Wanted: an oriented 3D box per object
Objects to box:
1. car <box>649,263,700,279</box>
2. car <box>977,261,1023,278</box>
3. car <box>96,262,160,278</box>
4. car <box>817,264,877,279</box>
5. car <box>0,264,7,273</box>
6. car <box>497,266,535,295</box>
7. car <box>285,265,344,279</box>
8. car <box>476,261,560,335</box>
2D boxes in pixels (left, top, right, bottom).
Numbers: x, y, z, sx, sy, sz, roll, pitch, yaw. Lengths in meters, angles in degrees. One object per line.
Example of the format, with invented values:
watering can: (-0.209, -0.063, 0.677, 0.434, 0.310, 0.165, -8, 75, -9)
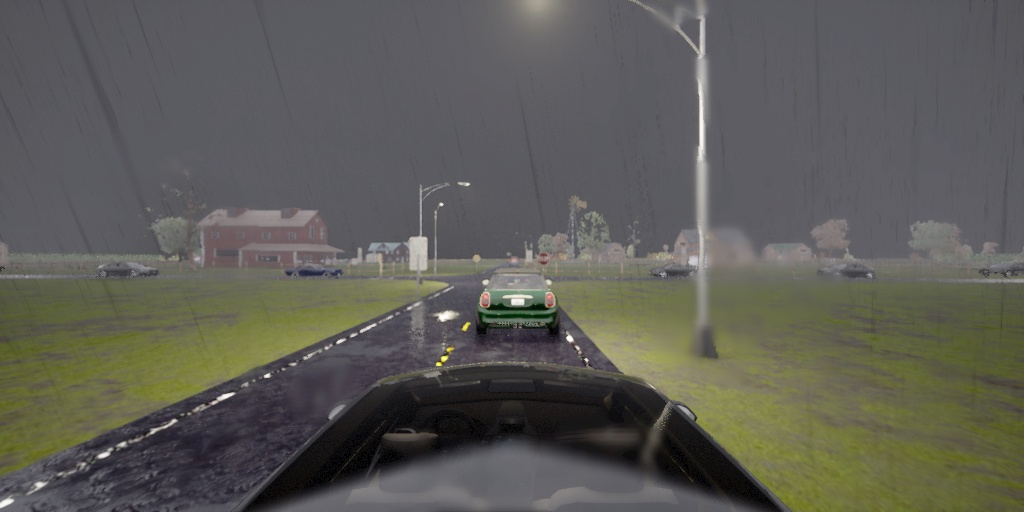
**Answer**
car: (16.379, 1.474, 36.122, 4.892, 1.490, 1.837, 0, 0, 1)
car: (49.397, 1.272, 35.540, 4.892, 1.490, 1.837, 0, 0, 1)
car: (-36.293, 1.305, 33.951, 4.892, 1.490, 1.837, 0, 0, 1)
car: (33.427, 1.544, 35.866, 4.892, 1.490, 1.837, 0, 0, 1)
car: (-51.666, 0.975, 34.269, 4.718, 1.301, 1.895, 0, 0, 1)
car: (0.128, 1.394, 21.834, 2.033, 1.411, 5.357, 0, 0, -2)
car: (-18.458, 1.449, 33.681, 4.718, 1.301, 1.895, 0, 0, 1)
car: (0.156, 1.145, 10.777, 2.097, 1.767, 4.553, 0, 0, 1)
